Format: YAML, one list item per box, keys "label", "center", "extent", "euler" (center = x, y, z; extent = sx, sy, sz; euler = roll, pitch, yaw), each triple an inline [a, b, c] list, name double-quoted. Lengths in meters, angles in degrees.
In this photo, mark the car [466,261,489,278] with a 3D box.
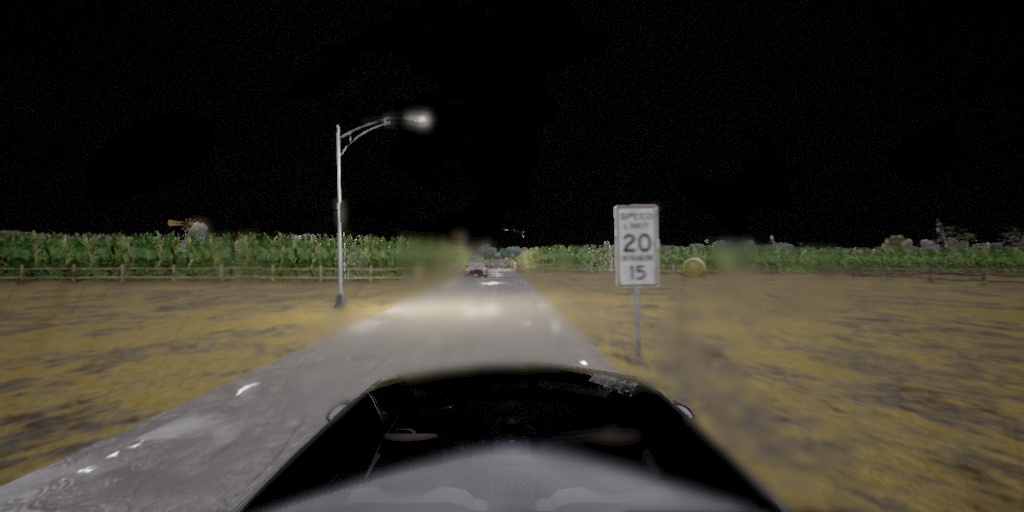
- label: "car"
  center: [-3.551, 1.337, 37.403]
  extent: [2.097, 1.767, 4.553]
  euler: [-1, -1, -1]
